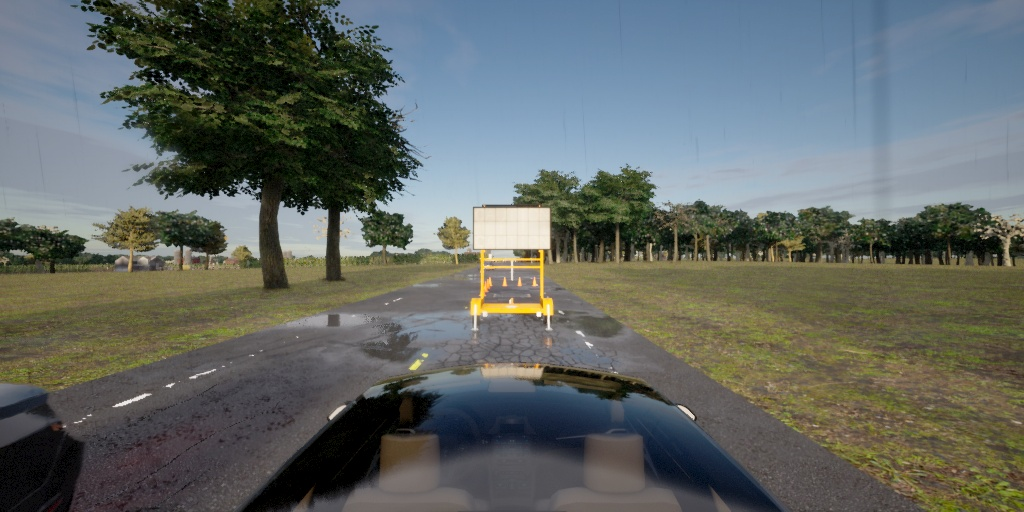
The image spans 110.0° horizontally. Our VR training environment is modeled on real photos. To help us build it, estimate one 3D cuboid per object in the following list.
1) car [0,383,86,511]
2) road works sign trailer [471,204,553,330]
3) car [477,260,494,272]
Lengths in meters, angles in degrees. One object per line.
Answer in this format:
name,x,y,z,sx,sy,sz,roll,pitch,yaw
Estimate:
car,-3.600,1.254,0.136,1.837,1.490,4.892,0,0,0
road works sign trailer,0.001,0.218,11.112,2.380,3.560,2.880,0,0,0
car,-3.488,1.277,47.508,2.128,1.511,4.902,0,0,0
